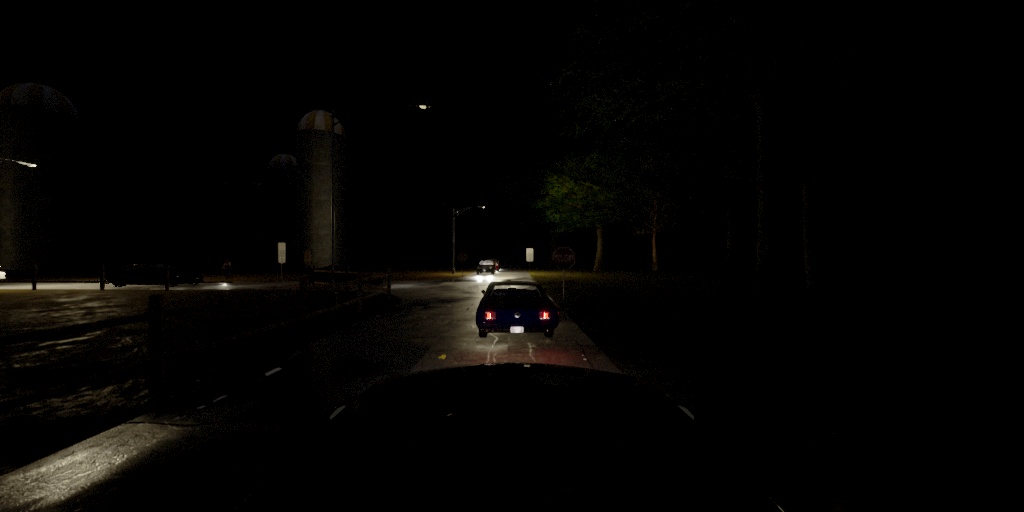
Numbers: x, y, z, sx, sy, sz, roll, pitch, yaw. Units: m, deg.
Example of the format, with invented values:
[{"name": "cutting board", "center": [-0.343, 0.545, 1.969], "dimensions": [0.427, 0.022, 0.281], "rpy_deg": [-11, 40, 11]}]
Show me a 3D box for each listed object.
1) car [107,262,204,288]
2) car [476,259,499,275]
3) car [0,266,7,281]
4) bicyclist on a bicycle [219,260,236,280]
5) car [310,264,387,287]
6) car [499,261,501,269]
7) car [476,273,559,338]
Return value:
[{"name": "car", "center": [-22.445, 1.170, 22.716], "dimensions": [5.008, 1.535, 1.882], "rpy_deg": [1, 0, 0]}, {"name": "car", "center": [-2.853, 1.260, 39.872], "dimensions": [2.128, 1.511, 4.902], "rpy_deg": [0, 0, 0]}, {"name": "car", "center": [-35.801, 0.886, 22.618], "dimensions": [5.566, 2.045, 2.150], "rpy_deg": [0, 0, 0]}, {"name": "bicyclist on a bicycle", "center": [-22.745, 1.128, 28.692], "dimensions": [0.582, 1.620, 1.656], "rpy_deg": [0, 0, 0]}, {"name": "car", "center": [-10.526, 1.244, 23.259], "dimensions": [4.674, 1.442, 1.812], "rpy_deg": [0, 0, -7]}, {"name": "car", "center": [-2.852, 1.160, 49.879], "dimensions": [2.097, 1.767, 4.553], "rpy_deg": [0, 0, 0]}, {"name": "car", "center": [0.057, 1.348, 10.179], "dimensions": [1.895, 1.301, 4.718], "rpy_deg": [0, 0, -2]}]
